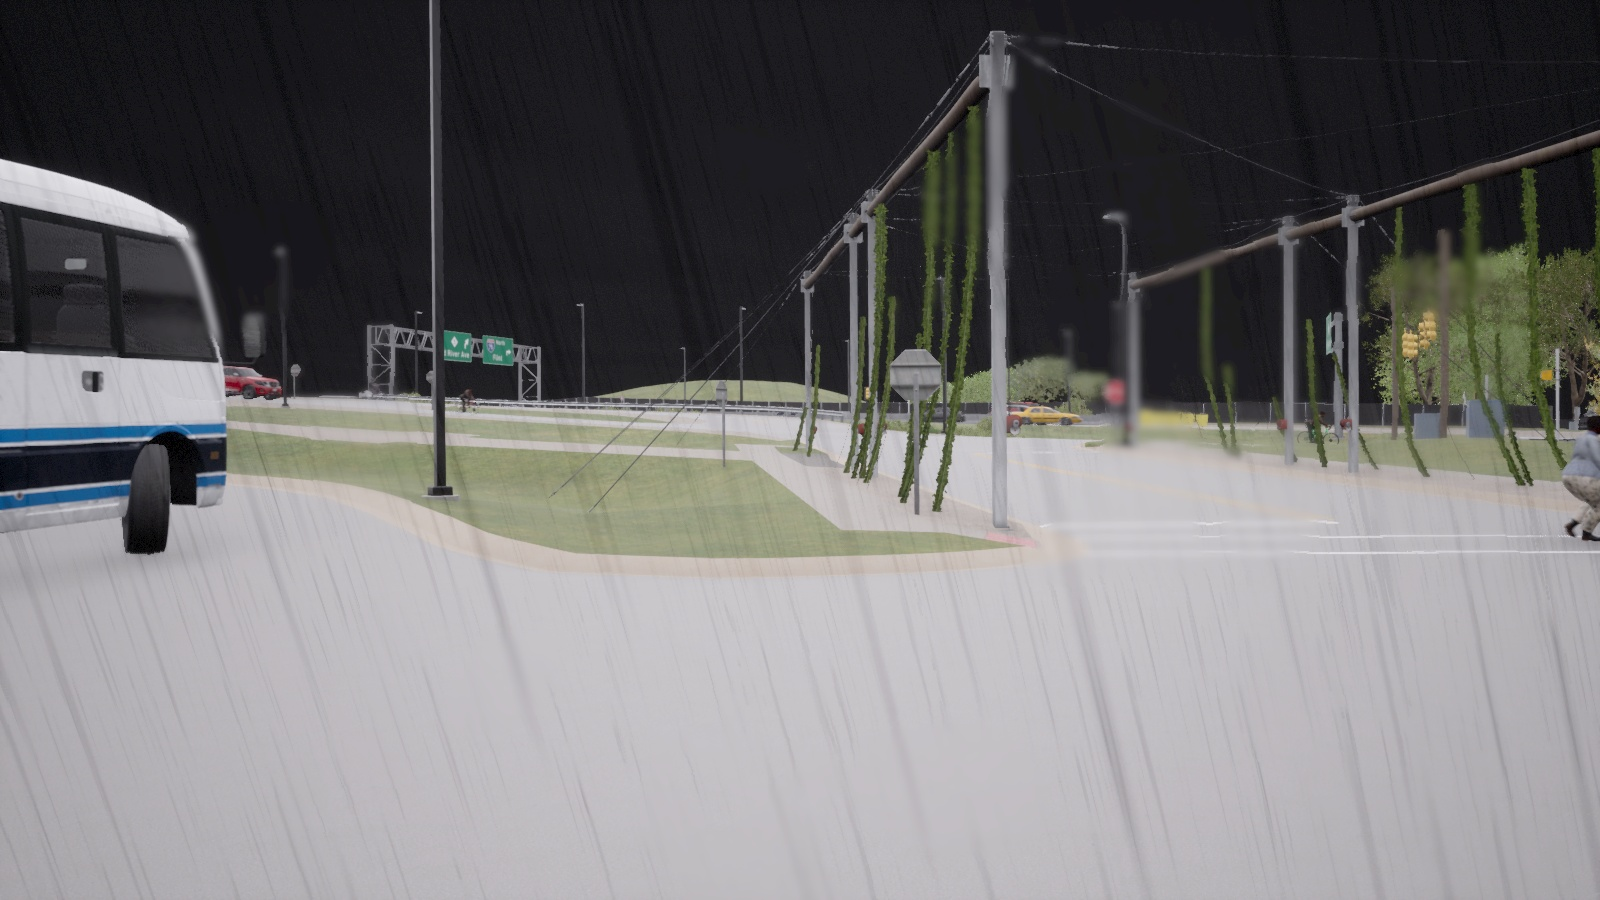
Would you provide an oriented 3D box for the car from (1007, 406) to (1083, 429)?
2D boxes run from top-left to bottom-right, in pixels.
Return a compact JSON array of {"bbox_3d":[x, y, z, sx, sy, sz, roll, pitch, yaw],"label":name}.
[{"bbox_3d":[18.409,-2.457,94.435,5.366,1.575,1.801,2,1,20],"label":"car"}]

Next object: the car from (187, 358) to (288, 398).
[{"bbox_3d":[-34.911,-4.463,77.955,5.566,2.045,2.150,4,2,16],"label":"car"}]

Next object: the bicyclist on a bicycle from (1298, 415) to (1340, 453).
[{"bbox_3d":[23.039,-0.727,55.749,1.656,1.620,0.582,2,1,19],"label":"bicyclist on a bicycle"}]

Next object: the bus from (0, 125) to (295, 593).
[{"bbox_3d":[-9.238,-0.890,11.634,3.944,4.253,10.273,2,2,7],"label":"bus"}]

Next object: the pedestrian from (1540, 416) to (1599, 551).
[{"bbox_3d":[11.081,0.451,17.622,0.900,1.855,0.874,0,1,7],"label":"pedestrian"}]
